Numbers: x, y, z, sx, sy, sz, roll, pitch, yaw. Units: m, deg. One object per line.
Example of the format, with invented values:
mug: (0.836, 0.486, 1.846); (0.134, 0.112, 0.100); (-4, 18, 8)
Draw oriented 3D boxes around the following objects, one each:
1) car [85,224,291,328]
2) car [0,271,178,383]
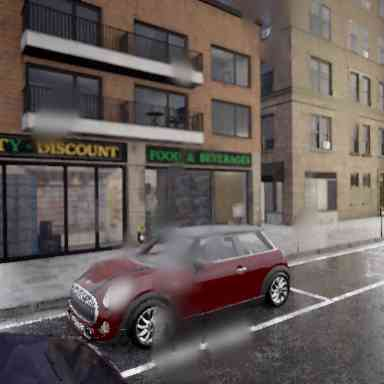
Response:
car: (-0.102, 1.398, 6.122); (4.097, 1.590, 1.967); (-1, 1, -36)
car: (-2.237, 1.577, 1.473); (4.181, 1.385, 1.994); (-1, 1, -36)
